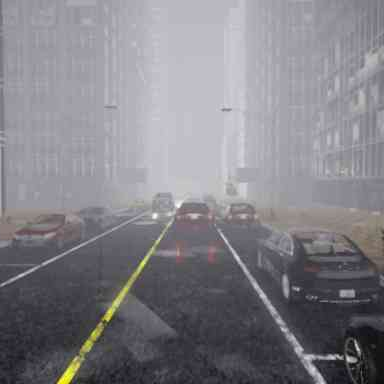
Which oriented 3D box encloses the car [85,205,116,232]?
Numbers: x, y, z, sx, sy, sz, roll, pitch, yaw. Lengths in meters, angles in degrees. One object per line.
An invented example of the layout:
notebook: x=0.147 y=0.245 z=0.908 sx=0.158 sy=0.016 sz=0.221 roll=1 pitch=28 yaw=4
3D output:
car: x=-5.660 y=1.459 z=19.345 sx=1.947 sy=1.339 sz=4.313 roll=-1 pitch=0 yaw=0

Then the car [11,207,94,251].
car: x=-5.663 y=1.507 z=13.672 sx=1.802 sy=1.307 sz=4.206 roll=-1 pitch=0 yaw=0

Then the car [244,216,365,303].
car: x=2.682 y=1.507 z=7.932 sx=2.008 sy=1.369 sz=4.403 roll=-1 pitch=0 yaw=0

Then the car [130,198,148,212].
car: x=-5.671 y=1.316 z=36.197 sx=1.752 sy=1.417 sz=4.829 roll=-1 pitch=0 yaw=0

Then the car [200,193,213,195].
car: x=2.375 y=1.236 z=45.435 sx=1.837 sy=1.490 sz=4.892 roll=0 pitch=0 yaw=0

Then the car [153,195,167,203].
car: x=-5.675 y=1.196 z=59.063 sx=2.008 sy=1.369 sz=4.403 roll=-1 pitch=0 yaw=0

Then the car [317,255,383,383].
car: x=2.679 y=1.553 z=2.259 sx=1.947 sy=1.339 sz=4.313 roll=-1 pitch=0 yaw=0

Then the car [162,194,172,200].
car: x=-5.667 y=1.092 z=76.086 sx=1.947 sy=1.339 sz=4.313 roll=-1 pitch=0 yaw=0

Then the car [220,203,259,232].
car: x=2.685 y=1.333 z=19.281 sx=1.967 sy=1.590 sz=4.097 roll=-1 pitch=0 yaw=0

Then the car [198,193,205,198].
car: x=2.721 y=0.921 z=93.219 sx=1.752 sy=1.417 sz=4.829 roll=-1 pitch=0 yaw=0

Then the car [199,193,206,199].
car: x=2.718 y=0.965 z=87.546 sx=1.752 sy=1.417 sz=4.829 roll=-1 pitch=0 yaw=0

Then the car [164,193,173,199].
car: x=-5.664 y=1.050 z=81.760 sx=1.947 sy=1.339 sz=4.313 roll=-1 pitch=0 yaw=0

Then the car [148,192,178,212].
car: x=-3.072 y=1.010 z=36.416 sx=2.150 sy=2.045 sz=5.566 roll=0 pitch=0 yaw=0

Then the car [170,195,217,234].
car: x=0.108 y=1.250 z=18.417 sx=2.097 sy=1.767 sz=4.553 roll=0 pitch=0 yaw=0

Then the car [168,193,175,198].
car: x=-5.660 y=0.924 z=92.938 sx=1.752 sy=1.417 sz=4.829 roll=-1 pitch=0 yaw=0
